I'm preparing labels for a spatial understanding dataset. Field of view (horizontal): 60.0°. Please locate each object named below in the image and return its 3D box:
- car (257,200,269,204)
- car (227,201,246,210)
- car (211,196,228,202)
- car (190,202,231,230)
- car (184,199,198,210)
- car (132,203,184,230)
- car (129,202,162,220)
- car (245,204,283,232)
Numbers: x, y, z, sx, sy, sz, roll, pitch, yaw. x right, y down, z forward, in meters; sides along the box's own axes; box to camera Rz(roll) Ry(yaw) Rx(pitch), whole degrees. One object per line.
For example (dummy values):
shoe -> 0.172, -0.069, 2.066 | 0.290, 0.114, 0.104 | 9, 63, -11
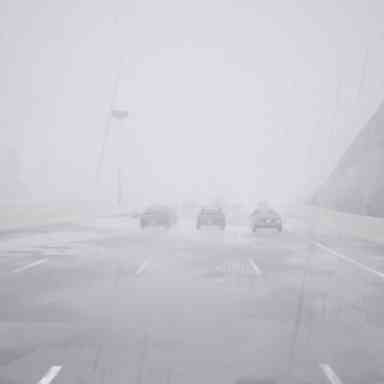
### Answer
car -> 11.178, 2.052, 52.482 | 1.837, 1.490, 4.892 | 0, 0, 16
car -> 7.442, 2.119, 53.269 | 1.895, 1.301, 4.718 | 0, -1, 17
car -> 4.628, 1.731, 55.117 | 2.150, 2.045, 5.566 | 0, 0, 17
car -> 1.435, 1.701, 23.107 | 2.128, 1.511, 4.902 | 0, 0, 7
car -> -0.004, 1.914, 51.544 | 1.882, 1.535, 5.008 | 0, 0, 15
car -> -2.101, 1.662, 22.416 | 2.128, 1.511, 4.902 | 0, -1, 7
car -> -4.321, 1.755, 31.744 | 1.812, 1.442, 4.674 | 0, 0, 9
car -> 4.816, 1.778, 22.036 | 2.033, 1.411, 5.357 | 0, 0, 7
